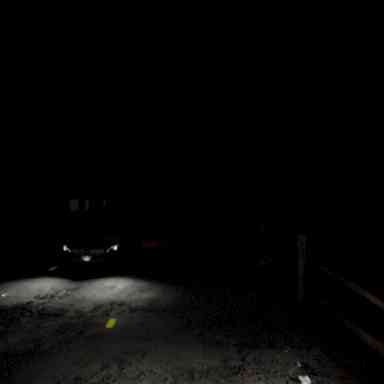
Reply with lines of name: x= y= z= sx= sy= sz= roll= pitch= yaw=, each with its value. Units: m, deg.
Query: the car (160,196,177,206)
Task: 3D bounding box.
car: x=-2.934 y=1.231 z=42.120 sx=2.097 sy=1.767 sz=4.553 roll=0 pitch=0 yaw=0

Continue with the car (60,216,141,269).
car: x=-2.896 y=1.579 z=11.468 sx=1.812 sy=1.442 sz=4.674 roll=0 pitch=0 yaw=0
